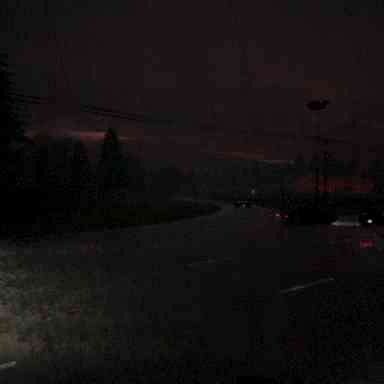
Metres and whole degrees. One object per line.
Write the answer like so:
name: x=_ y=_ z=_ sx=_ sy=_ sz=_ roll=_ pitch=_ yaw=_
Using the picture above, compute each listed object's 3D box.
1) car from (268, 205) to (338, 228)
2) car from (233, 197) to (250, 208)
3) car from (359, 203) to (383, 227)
car: x=7.354 y=1.541 z=21.891 sx=5.357 sy=1.411 sz=2.033 roll=0 pitch=0 yaw=-36
car: x=7.072 y=1.496 z=47.650 sx=1.837 sy=1.490 sz=4.892 roll=1 pitch=0 yaw=0
car: x=12.653 y=1.498 z=21.373 sx=4.892 sy=1.490 sz=1.837 roll=0 pitch=0 yaw=-36
